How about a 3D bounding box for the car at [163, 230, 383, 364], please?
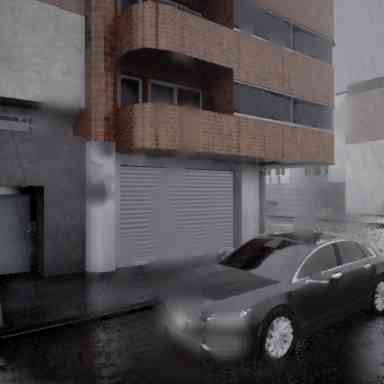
[{"bbox_3d":[1.794,1.505,5.935,4.892,1.490,1.837,0,1,-36],"label":"car"}]
